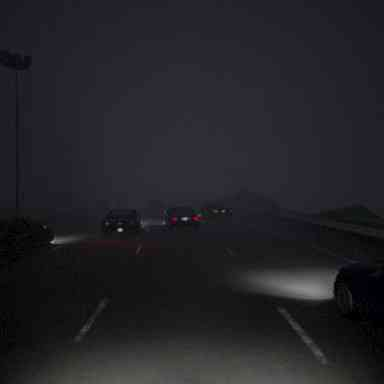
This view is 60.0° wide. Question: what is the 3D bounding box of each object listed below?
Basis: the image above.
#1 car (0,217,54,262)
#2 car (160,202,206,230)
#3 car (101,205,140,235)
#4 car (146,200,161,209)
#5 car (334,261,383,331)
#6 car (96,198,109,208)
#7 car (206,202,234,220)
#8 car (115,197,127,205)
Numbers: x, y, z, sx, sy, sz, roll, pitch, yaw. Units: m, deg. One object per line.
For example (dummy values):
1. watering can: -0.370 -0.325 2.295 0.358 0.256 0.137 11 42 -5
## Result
1. car: -6.770 1.642 12.323 2.033 1.411 5.357 -1 0 -6
2. car: -0.722 1.585 21.413 2.033 1.411 5.357 -1 0 -8
3. car: -4.002 1.673 19.463 1.895 1.301 4.718 -1 0 -7
4. car: -5.429 1.727 47.725 1.895 1.301 4.718 -1 0 -15
5. car: 3.622 1.490 4.332 1.812 1.442 4.674 0 0 -2
6. car: -13.959 1.721 51.720 2.128 1.511 4.902 0 0 -17
7. car: 2.026 1.563 28.634 2.033 1.411 5.357 -1 0 -10
8. car: -12.810 1.719 59.833 2.128 1.511 4.902 0 0 -19
